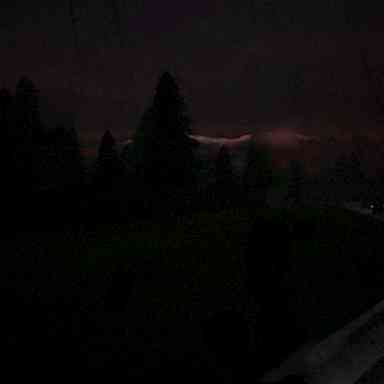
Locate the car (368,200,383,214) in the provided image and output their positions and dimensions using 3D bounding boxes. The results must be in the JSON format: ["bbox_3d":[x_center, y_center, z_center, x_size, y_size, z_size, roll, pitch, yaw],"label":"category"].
[{"bbox_3d":[22.635,1.789,39.241,2.128,1.511,4.902,0,0,21],"label":"car"}]

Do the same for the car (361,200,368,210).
[{"bbox_3d":[26.183,1.896,48.951,1.812,1.442,4.674,0,0,21],"label":"car"}]
